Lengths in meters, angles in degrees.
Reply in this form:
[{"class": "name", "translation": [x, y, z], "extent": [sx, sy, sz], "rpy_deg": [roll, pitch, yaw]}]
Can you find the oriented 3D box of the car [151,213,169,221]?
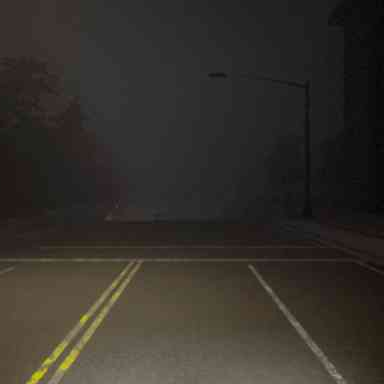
[{"class": "car", "translation": [-3.594, 3.192, 38.202], "extent": [1.812, 1.442, 4.674], "rpy_deg": [0, -10, 0]}]
